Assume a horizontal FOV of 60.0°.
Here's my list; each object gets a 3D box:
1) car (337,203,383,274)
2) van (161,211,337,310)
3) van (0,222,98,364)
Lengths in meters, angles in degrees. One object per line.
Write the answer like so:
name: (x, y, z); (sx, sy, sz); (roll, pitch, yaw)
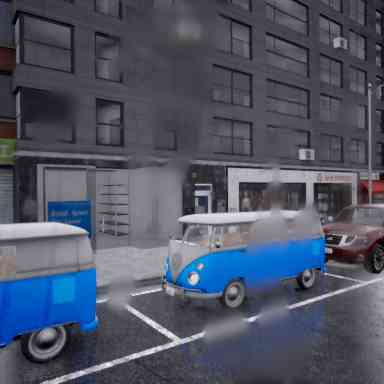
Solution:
car: (5.830, 1.311, 10.740); (5.009, 1.841, 2.192); (0, -1, -36)
van: (1.292, 1.340, 7.484); (3.998, 1.788, 1.690); (0, -1, -36)
van: (-3.247, 1.341, 4.228); (3.998, 1.788, 1.690); (0, -1, -36)
